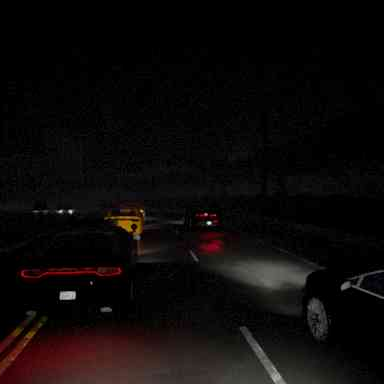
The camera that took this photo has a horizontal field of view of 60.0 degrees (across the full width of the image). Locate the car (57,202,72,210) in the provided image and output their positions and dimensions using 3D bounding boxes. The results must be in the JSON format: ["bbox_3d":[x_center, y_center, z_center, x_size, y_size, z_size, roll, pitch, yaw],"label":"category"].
[{"bbox_3d":[-19.806,2.171,51.738,1.895,1.301,4.718,0,-3,-27],"label":"car"}]

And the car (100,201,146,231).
[{"bbox_3d":[-3.505,1.483,17.622,1.882,1.535,5.008,0,0,-7],"label":"car"}]

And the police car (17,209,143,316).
[{"bbox_3d":[-2.278,1.428,7.806,1.930,1.638,5.238,0,0,-7],"label":"police car"}]

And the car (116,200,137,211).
[{"bbox_3d":[-8.822,1.815,44.571,1.994,1.385,4.181,0,-2,-22],"label":"car"}]

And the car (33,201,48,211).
[{"bbox_3d":[-21.681,1.979,47.633,2.033,1.411,5.357,0,-2,-25],"label":"car"}]

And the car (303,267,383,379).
[{"bbox_3d":[2.935,1.491,3.597,2.128,1.511,4.902,0,0,-7],"label":"car"}]

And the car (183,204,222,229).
[{"bbox_3d":[0.606,1.512,21.549,1.837,1.490,4.892,0,0,-9],"label":"car"}]

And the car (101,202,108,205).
[{"bbox_3d":[-14.236,2.304,56.714,1.895,1.301,4.718,1,-3,-28],"label":"car"}]
